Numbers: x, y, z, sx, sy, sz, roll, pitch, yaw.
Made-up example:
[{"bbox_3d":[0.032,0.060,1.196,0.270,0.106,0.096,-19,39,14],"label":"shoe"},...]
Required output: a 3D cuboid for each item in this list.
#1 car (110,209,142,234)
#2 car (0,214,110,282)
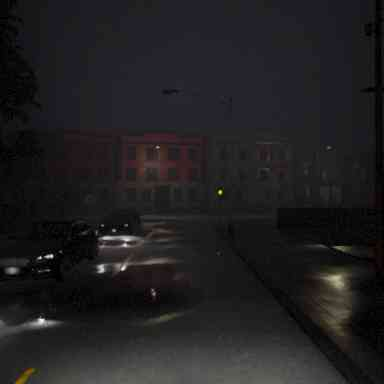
[{"bbox_3d":[-4.418,1.813,21.380,2.033,1.411,5.357,0,-1,-1],"label":"car"},{"bbox_3d":[-4.263,1.623,10.280,2.128,1.511,4.902,0,-1,-1],"label":"car"}]
